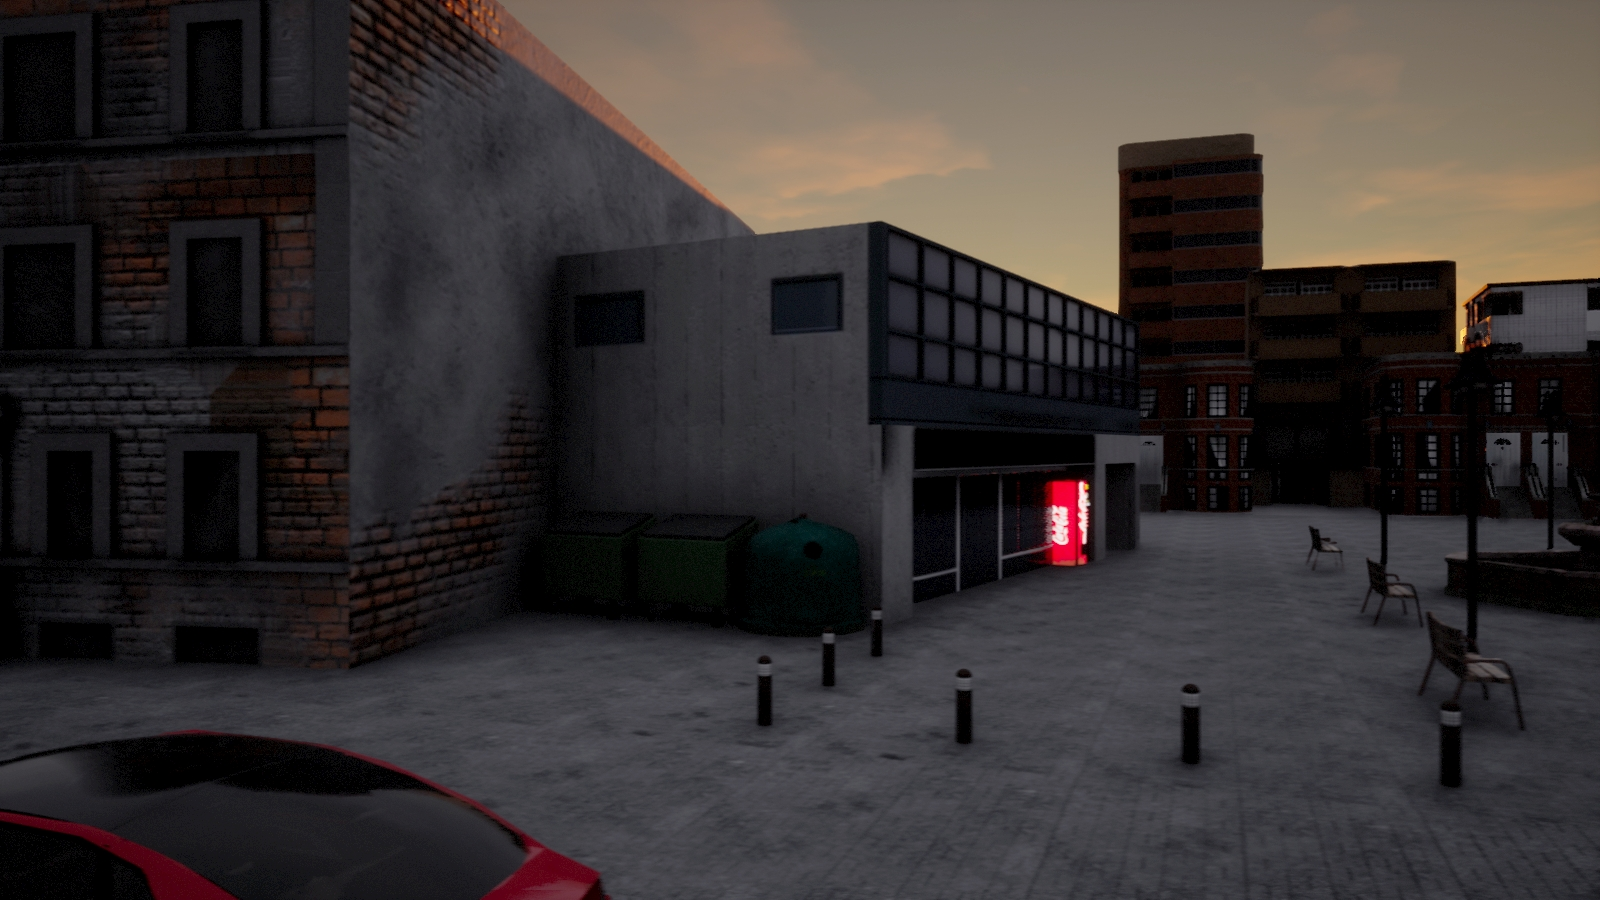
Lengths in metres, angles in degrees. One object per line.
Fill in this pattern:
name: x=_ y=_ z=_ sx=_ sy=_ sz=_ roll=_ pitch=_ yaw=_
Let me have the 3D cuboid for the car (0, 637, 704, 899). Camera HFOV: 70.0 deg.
car: x=-3.117 y=1.841 z=4.962 sx=4.892 sy=1.480 sz=2.231 roll=0 pitch=0 yaw=20
